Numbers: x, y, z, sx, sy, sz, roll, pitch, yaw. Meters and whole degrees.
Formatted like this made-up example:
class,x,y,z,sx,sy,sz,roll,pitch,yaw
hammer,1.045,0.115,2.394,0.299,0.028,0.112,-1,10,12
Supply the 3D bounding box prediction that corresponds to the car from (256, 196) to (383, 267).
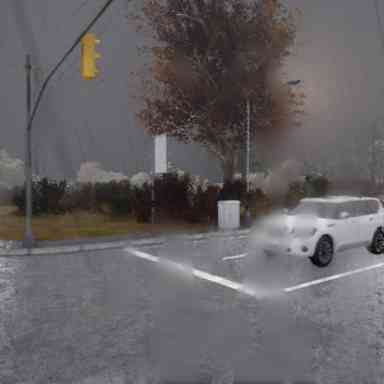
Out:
class,x,y,z,sx,sy,sz,roll,pitch,yaw
car,4.755,1.185,11.681,5.566,2.045,2.150,0,0,-35
